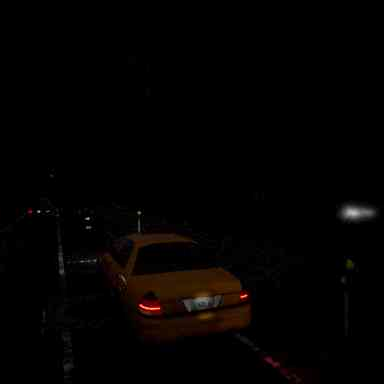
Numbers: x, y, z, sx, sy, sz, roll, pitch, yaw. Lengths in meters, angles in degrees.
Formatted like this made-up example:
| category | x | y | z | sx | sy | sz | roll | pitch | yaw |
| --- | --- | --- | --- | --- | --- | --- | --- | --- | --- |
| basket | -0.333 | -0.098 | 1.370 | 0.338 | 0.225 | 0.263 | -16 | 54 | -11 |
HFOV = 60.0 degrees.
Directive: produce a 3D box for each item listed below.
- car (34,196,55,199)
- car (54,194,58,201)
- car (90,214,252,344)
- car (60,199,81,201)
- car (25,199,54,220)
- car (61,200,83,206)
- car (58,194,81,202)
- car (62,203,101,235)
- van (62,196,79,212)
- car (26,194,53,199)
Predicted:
| category | x | y | z | sx | sy | sz | roll | pitch | yaw |
| --- | --- | --- | --- | --- | --- | --- | --- | --- | --- |
| car | -18.616 | 1.526 | 41.983 | 1.812 | 1.442 | 4.674 | 0 | 0 | -22 |
| car | -31.263 | 1.466 | 79.729 | 1.967 | 1.590 | 4.097 | 0 | 0 | -23 |
| car | -0.831 | 1.457 | 6.788 | 1.801 | 1.575 | 5.366 | 0 | 0 | -22 |
| car | -10.216 | 1.566 | 28.982 | 1.947 | 1.339 | 4.313 | 0 | 0 | -22 |
| car | -12.756 | 1.547 | 27.915 | 2.033 | 1.411 | 5.357 | 0 | 0 | -23 |
| car | -8.126 | 1.550 | 23.869 | 2.008 | 1.369 | 4.403 | 0 | 0 | -22 |
| car | -12.305 | 1.315 | 34.096 | 2.192 | 1.841 | 5.009 | 0 | 0 | -22 |
| car | -6.037 | 1.551 | 18.756 | 2.008 | 1.369 | 4.403 | 0 | 0 | -22 |
| van | -14.395 | 1.341 | 39.209 | 1.690 | 1.788 | 3.998 | 0 | 0 | -22 |
| car | -23.722 | 1.484 | 51.558 | 2.128 | 1.511 | 4.902 | 0 | 0 | -38 |
